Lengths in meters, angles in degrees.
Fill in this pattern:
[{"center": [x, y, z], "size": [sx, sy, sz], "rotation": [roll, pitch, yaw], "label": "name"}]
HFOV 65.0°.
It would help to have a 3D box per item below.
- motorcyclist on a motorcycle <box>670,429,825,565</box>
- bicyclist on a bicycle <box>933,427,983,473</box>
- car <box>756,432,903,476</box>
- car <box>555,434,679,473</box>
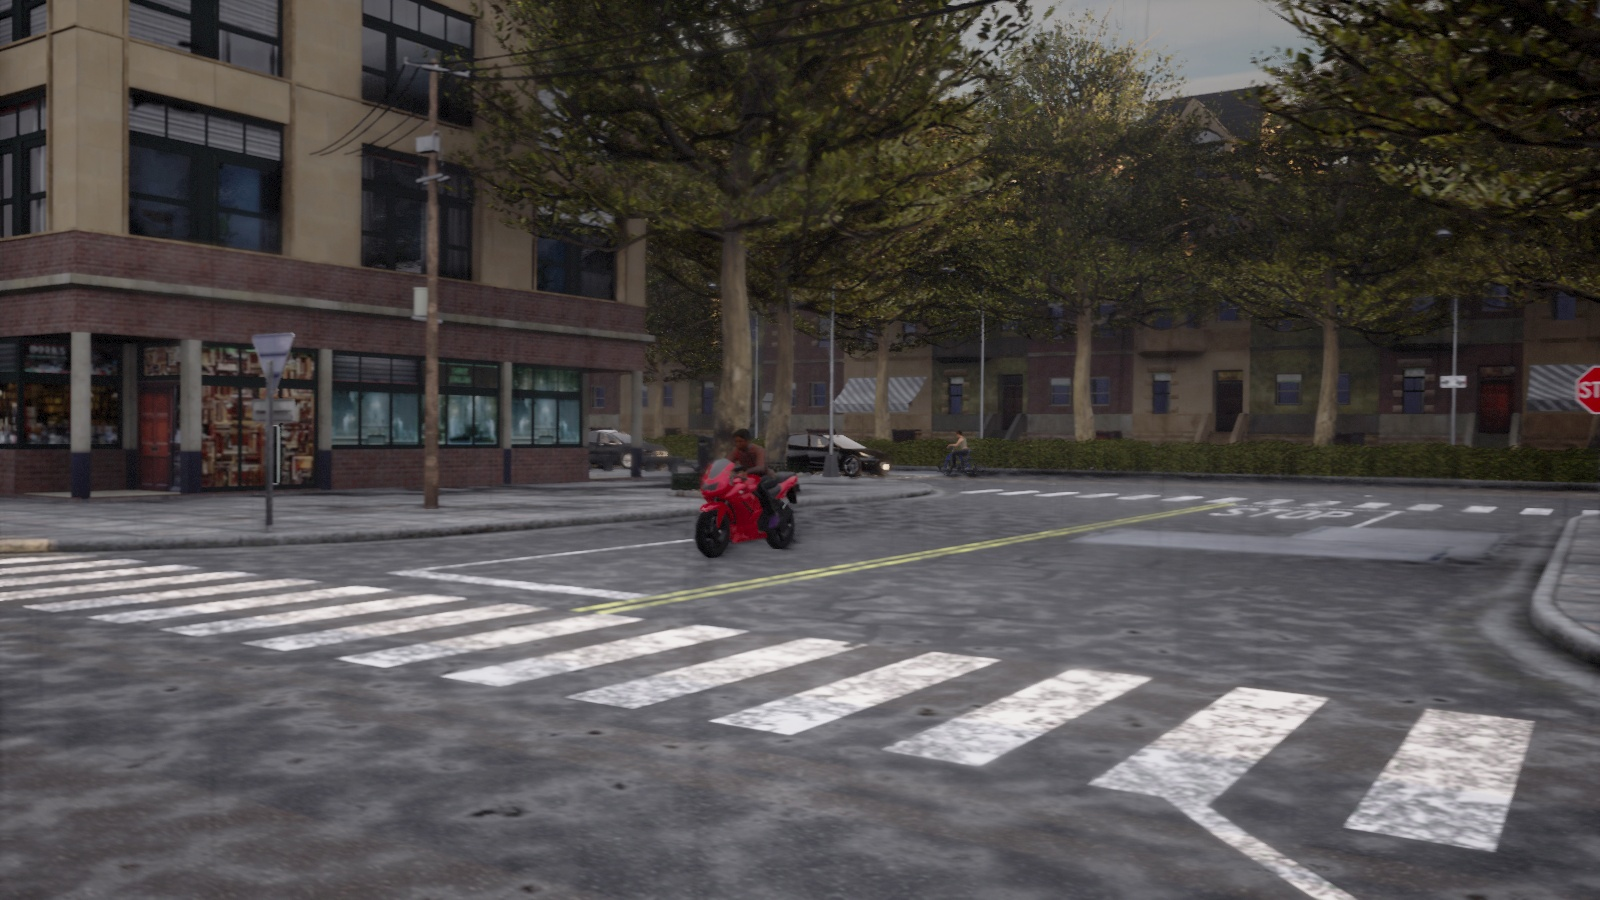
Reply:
[{"center": [-0.592, 0.513, 15.107], "size": [0.797, 1.523, 2.044], "rotation": [0, 1, 33], "label": "motorcyclist on a motorcycle"}, {"center": [5.713, -0.003, 45.419], "size": [1.509, 1.612, 0.866], "rotation": [-1, 0, 34], "label": "bicyclist on a bicycle"}, {"center": [1.018, 0.117, 44.346], "size": [4.792, 1.488, 2.163], "rotation": [0, 1, 34], "label": "car"}, {"center": [-7.276, 0.122, 49.824], "size": [4.892, 1.490, 1.837], "rotation": [0, 1, 34], "label": "car"}]
